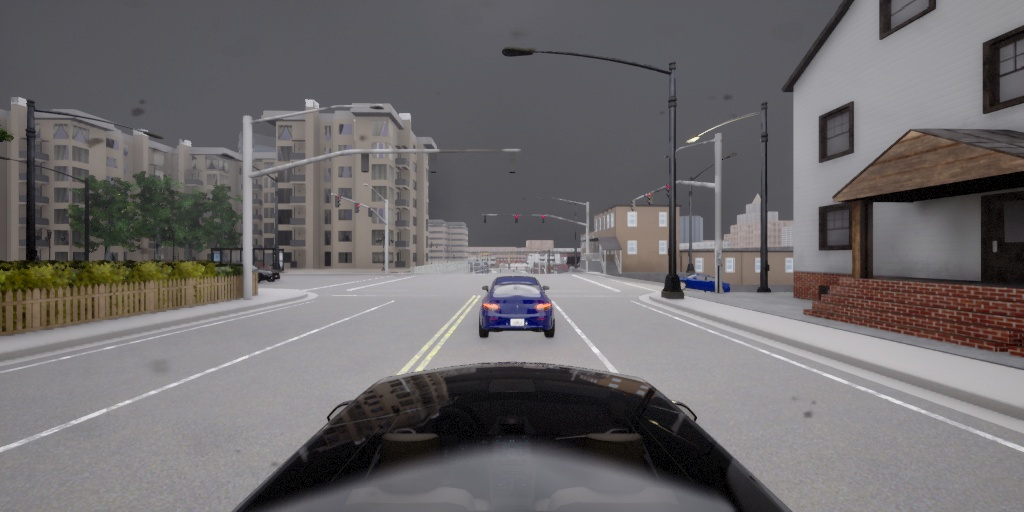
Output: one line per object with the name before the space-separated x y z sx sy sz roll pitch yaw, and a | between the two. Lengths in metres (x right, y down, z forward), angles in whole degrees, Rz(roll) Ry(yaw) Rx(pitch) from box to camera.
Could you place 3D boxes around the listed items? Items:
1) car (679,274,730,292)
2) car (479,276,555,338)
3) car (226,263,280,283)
car | 15.377 2.209 29.782 5.008 1.535 1.882 9 0 1
car | 0.110 1.276 10.098 1.812 1.442 4.674 0 0 0
car | -19.886 1.255 26.595 4.892 1.490 1.837 0 0 1
